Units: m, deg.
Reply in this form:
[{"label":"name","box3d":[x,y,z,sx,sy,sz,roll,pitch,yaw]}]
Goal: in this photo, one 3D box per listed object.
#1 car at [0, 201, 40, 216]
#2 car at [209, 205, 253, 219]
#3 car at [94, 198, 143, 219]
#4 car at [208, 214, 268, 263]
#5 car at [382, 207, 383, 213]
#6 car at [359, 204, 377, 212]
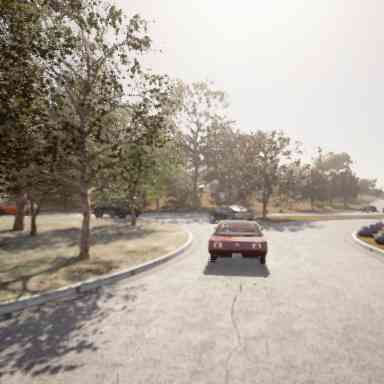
[{"label":"car","box3d":[-19.277,1.707,36.913,4.553,1.767,2.097,0,-1,15]},{"label":"car","box3d":[3.017,1.789,26.574,2.128,1.511,4.902,0,-1,-22]},{"label":"car","box3d":[-7.458,1.573,33.545,5.566,2.045,2.150,0,-1,35]},{"label":"car","box3d":[1.733,1.722,12.521,1.895,1.301,4.718,0,-1,8]},{"label":"car","box3d":[32.441,2.739,54.058,1.895,1.301,4.718,0,-1,43]},{"label":"car","box3d":[29.543,2.712,55.823,1.994,1.385,4.181,0,-1,44]}]
